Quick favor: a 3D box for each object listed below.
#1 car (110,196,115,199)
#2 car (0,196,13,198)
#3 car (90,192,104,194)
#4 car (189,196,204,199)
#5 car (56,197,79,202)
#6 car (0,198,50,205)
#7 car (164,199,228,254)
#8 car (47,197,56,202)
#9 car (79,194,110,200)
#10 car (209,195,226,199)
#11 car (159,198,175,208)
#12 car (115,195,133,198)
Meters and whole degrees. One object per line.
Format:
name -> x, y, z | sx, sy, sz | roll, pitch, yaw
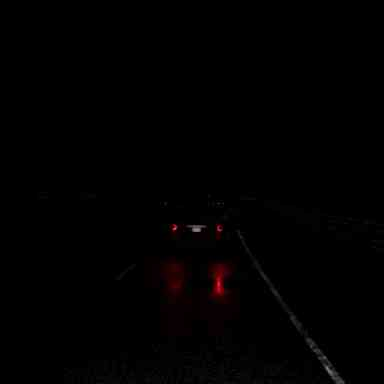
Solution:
car -> -15.631, 1.466, 63.279 | 1.895, 1.301, 4.718 | 0, 0, 6
car -> -18.915, 1.196, 32.173 | 2.097, 1.767, 4.553 | 0, 0, 6
car -> -18.935, 1.046, 65.287 | 2.150, 2.045, 5.566 | 0, 0, 6
car -> 0.183, 1.522, 46.016 | 1.812, 1.442, 4.674 | 0, 0, 6
car -> -17.259, 1.420, 47.961 | 1.994, 1.385, 4.181 | 0, 0, 6
car -> -15.542, 1.473, 30.864 | 1.895, 1.301, 4.718 | 0, 0, 6
car -> 0.377, 1.353, 13.806 | 2.097, 1.767, 4.553 | 0, 0, 6
car -> -20.611, 1.377, 49.348 | 2.033, 1.411, 5.357 | 0, 0, 6
car -> -13.796, 1.388, 47.436 | 1.837, 1.490, 4.892 | 0, 0, 6
car -> 3.665, 1.572, 45.658 | 2.033, 1.411, 5.357 | 0, 0, 6
car -> -3.296, 1.532, 46.393 | 1.994, 1.385, 4.181 | 0, 0, 6
car -> -12.206, 1.365, 62.450 | 1.882, 1.535, 5.008 | 0, 0, 6
